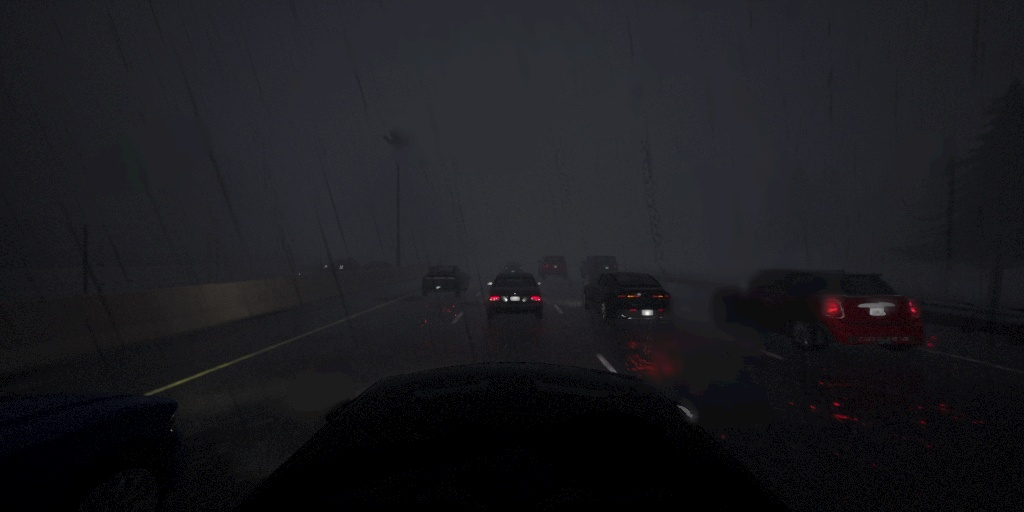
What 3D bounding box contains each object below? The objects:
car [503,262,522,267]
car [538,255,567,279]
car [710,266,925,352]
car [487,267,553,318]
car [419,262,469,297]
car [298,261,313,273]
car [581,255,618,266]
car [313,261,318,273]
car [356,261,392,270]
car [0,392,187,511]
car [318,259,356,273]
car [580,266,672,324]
[{"bbox_3d":[0.080,1.275,36.257,1.812,1.442,4.674,0,0,0],"label":"car"},{"bbox_3d":[3.593,0.971,32.331,2.150,2.045,5.566,0,0,0],"label":"car"},{"bbox_3d":[7.098,1.102,9.098,2.097,1.767,4.553,0,0,0],"label":"car"},{"bbox_3d":[0.102,1.297,13.014,2.033,1.411,5.357,0,0,0],"label":"car"},{"bbox_3d":[-3.402,1.241,18.955,2.128,1.511,4.902,0,0,0],"label":"car"},{"bbox_3d":[-24.579,1.315,44.575,1.994,1.385,4.181,0,0,0],"label":"car"},{"bbox_3d":[7.096,0.971,29.508,2.150,2.045,5.566,0,0,0],"label":"car"},{"bbox_3d":[-21.087,1.228,42.722,1.882,1.535,5.008,0,0,0],"label":"car"},{"bbox_3d":[-14.100,1.227,37.532,1.882,1.535,5.008,0,0,0],"label":"car"},{"bbox_3d":[-3.400,1.228,0.630,1.882,1.535,5.008,0,0,0],"label":"car"},{"bbox_3d":[-17.599,1.102,37.202,2.097,1.767,4.553,0,0,0],"label":"car"},{"bbox_3d":[3.596,1.255,11.944,1.837,1.490,4.892,0,0,0],"label":"car"}]
